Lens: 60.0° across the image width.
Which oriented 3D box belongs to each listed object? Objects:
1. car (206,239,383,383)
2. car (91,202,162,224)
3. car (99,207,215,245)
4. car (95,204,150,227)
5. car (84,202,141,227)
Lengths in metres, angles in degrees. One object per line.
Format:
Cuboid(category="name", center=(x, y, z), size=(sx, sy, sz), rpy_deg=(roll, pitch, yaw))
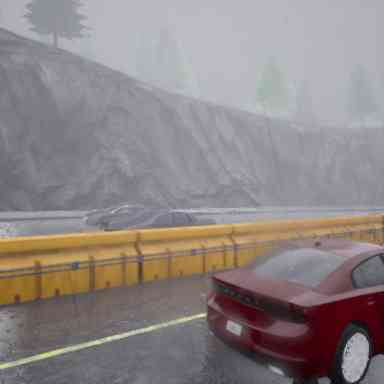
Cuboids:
Cuboid(category="car", center=(2.564, 1.517, 5.425), size=(5.008, 1.535, 1.882), rpy_deg=(1, 0, -34))
Cuboid(category="car", center=(-5.030, 1.554, 25.706), size=(5.008, 1.535, 1.882), rpy_deg=(1, 0, -32))
Cuboid(category="car", center=(-1.320, 1.606, 15.691), size=(5.357, 1.411, 2.033), rpy_deg=(1, 0, -33))
Cuboid(category="car", center=(-2.467, 1.613, 19.113), size=(5.357, 1.411, 2.033), rpy_deg=(1, 0, -33))
Cuboid(category="car", center=(-4.558, 1.555, 21.867), size=(4.902, 1.511, 2.128), rpy_deg=(1, 0, -32))
